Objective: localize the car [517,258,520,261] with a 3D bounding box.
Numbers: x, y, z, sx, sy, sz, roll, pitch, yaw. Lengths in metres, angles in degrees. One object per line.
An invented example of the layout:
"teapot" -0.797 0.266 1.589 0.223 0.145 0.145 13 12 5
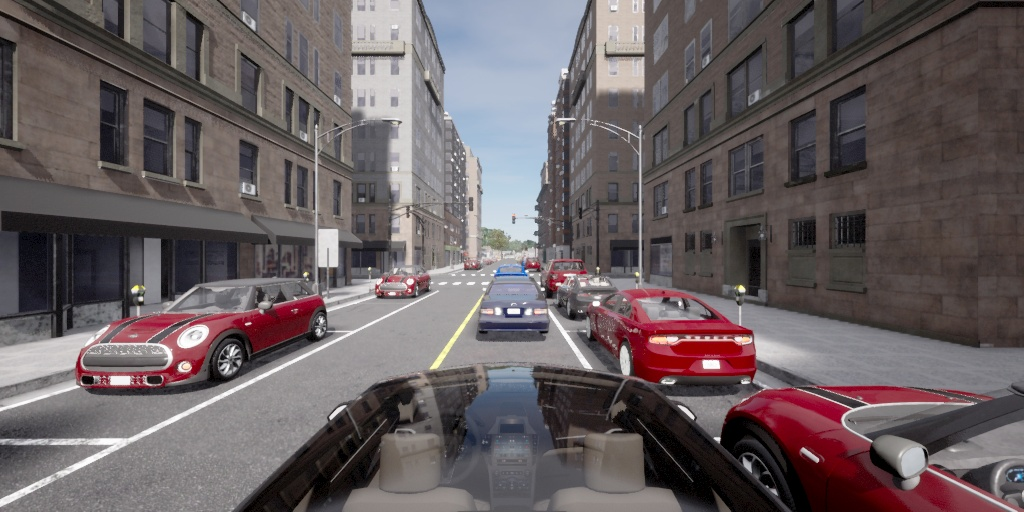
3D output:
"car" 2.474 1.060 61.893 2.192 1.841 5.009 0 0 0

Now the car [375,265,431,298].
"car" -5.445 1.189 18.296 1.967 1.591 4.097 0 0 0

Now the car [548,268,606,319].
"car" 2.601 1.300 12.643 2.007 1.370 4.403 0 0 0

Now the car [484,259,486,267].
"car" -5.610 1.312 56.358 1.948 1.339 4.313 0 0 0

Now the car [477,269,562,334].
"car" 0.047 1.297 10.617 2.033 1.411 5.357 0 0 0

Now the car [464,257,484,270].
"car" -5.593 1.061 50.855 2.192 1.841 5.009 0 0 0

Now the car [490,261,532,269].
"car" -0.064 1.227 20.436 1.882 1.535 5.008 0 0 0

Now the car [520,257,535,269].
"car" 2.546 1.062 45.381 2.192 1.841 5.009 0 0 0

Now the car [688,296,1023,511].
"car" 2.642 1.190 1.279 1.967 1.591 4.097 0 0 0

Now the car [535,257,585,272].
"car" 2.580 1.064 18.325 2.192 1.841 5.009 0 0 0

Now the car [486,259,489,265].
"car" -5.628 1.296 61.862 2.007 1.370 4.403 0 0 0

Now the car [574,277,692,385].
"car" 2.621 1.295 6.961 1.888 1.381 4.507 0 0 0

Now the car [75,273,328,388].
"car" -5.404 1.190 6.931 1.967 1.591 4.097 0 0 0
